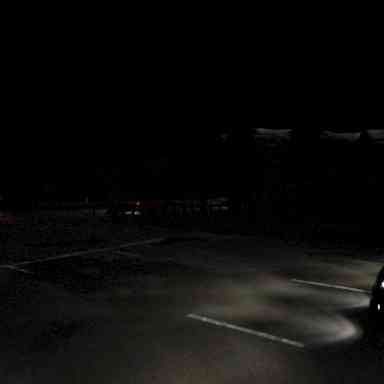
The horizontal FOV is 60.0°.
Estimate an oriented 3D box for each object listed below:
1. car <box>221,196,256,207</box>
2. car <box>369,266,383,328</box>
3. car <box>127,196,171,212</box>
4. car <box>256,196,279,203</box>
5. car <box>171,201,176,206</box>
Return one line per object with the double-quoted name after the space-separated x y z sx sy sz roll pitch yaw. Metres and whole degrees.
6.359 1.414 47.712 4.892 1.490 1.837 0 0 -36 "car"
5.064 1.353 4.633 4.553 1.767 2.097 0 0 36 "car"
-5.068 1.245 37.682 2.097 1.767 4.553 0 0 45 "car"
12.609 1.438 55.882 4.674 1.442 1.812 0 0 -29 "car"
-4.436 1.480 43.298 4.718 1.301 1.895 0 0 -43 "car"
